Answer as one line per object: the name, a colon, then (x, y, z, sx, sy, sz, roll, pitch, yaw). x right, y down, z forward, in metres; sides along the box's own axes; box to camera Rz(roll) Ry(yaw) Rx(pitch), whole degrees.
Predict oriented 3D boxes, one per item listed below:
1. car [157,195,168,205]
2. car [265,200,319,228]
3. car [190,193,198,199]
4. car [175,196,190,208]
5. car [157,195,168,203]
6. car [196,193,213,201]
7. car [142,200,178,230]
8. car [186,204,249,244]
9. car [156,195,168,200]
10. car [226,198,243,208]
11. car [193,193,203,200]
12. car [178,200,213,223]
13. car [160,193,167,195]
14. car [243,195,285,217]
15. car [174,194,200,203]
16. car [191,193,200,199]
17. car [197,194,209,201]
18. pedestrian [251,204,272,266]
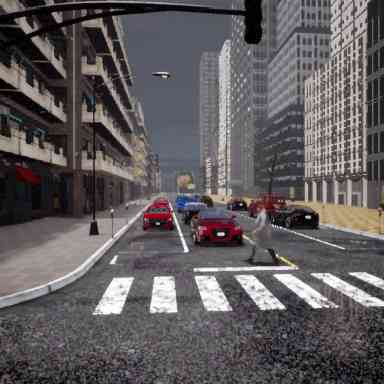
car: (-4.682, 1.239, 52.870, 1.752, 1.417, 4.829, 0, 0, -5)
car: (6.342, 1.436, 20.689, 1.947, 1.339, 4.313, 0, 0, -5)
car: (0.526, 1.071, 92.250, 2.008, 1.369, 4.403, 0, 0, -5)
car: (-1.365, 1.256, 44.612, 1.837, 1.490, 4.892, 0, 0, -4)
car: (-5.143, 1.251, 58.543, 1.947, 1.339, 4.313, 0, 0, -5)
car: (1.728, 1.250, 44.787, 1.837, 1.490, 4.892, 0, 0, -4)
car: (-2.010, 1.433, 20.011, 1.887, 1.381, 4.507, 0, 0, -5)
car: (0.980, 1.476, 15.108, 1.994, 1.385, 4.181, 0, 0, -5)
car: (-3.353, 1.343, 36.524, 1.887, 1.381, 4.507, 0, 0, -5)
car: (5.000, 1.346, 37.202, 1.947, 1.339, 4.313, 0, 0, -5)
car: (1.421, 1.008, 81.239, 1.967, 1.590, 4.097, 0, 0, -5)
car: (0.271, 1.463, 23.859, 1.895, 1.301, 4.718, 0, 0, -5)
car: (-4.234, 1.267, 47.364, 1.752, 1.417, 4.829, 0, 0, -5)
car: (5.896, 1.154, 26.193, 2.192, 1.841, 5.009, 0, 0, -5)
car: (-0.563, 1.284, 34.229, 1.882, 1.535, 5.008, 0, 0, -4)
car: (0.973, 1.095, 86.745, 2.008, 1.369, 4.403, 0, 0, -5)
car: (2.315, 1.181, 70.231, 1.947, 1.339, 4.313, 0, 0, -5)
pedestrian: (2.070, 1.235, 9.886, 0.375, 1.860, 0.375, 0, 0, -5)
